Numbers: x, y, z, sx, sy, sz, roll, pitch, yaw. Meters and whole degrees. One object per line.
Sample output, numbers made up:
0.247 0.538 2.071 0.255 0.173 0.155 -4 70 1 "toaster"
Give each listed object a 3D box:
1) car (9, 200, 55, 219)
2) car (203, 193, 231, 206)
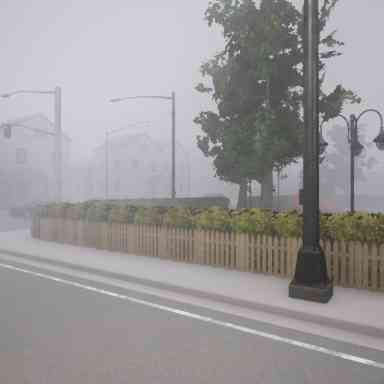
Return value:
-13.682 1.477 29.811 1.882 1.535 5.008 0 0 35 "car"
3.525 1.221 48.179 2.150 2.045 5.566 0 0 35 "car"
